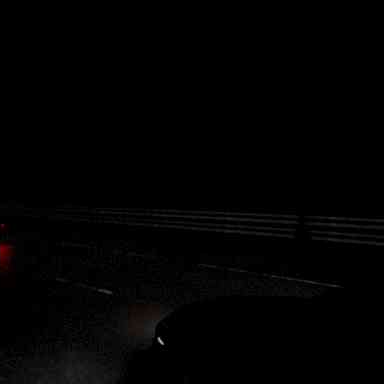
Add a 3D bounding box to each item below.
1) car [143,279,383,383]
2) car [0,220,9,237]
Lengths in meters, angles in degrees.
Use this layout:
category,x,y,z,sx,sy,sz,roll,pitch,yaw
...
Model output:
category,x,y,z,sx,sy,sz,roll,pitch,yaw
car,1.692,1.525,2.785,4.674,1.442,1.812,0,0,36
car,-10.930,1.579,16.103,4.718,1.301,1.895,0,0,36
